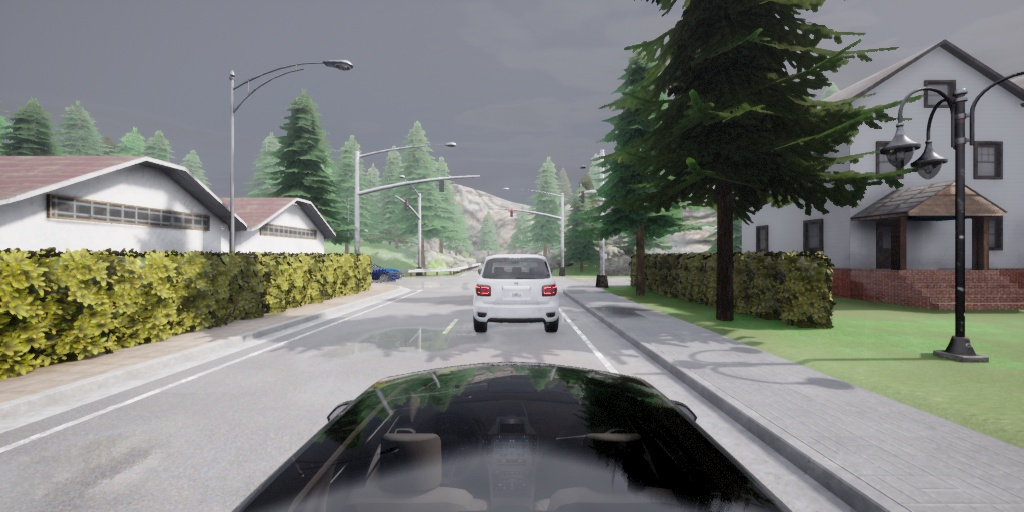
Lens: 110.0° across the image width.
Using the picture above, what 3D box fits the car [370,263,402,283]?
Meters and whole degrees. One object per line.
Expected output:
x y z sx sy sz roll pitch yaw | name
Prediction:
-10.930 1.212 27.122 5.008 1.535 1.882 0 0 0 | car

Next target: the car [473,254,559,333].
0.105 0.971 10.923 2.150 2.045 5.566 0 0 0 | car
